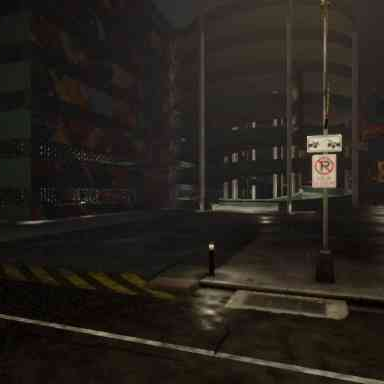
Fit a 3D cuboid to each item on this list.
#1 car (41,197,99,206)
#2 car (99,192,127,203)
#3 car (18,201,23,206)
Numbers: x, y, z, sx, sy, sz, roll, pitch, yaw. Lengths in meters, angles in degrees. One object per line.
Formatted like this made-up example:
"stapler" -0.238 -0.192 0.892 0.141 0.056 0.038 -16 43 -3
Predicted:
"car" -11.903 1.320 32.363 4.674 1.452 2.002 0 0 20
"car" -14.639 1.028 61.114 5.566 2.045 2.435 0 0 20
"car" -20.326 1.463 43.492 4.718 1.301 1.895 0 0 20
